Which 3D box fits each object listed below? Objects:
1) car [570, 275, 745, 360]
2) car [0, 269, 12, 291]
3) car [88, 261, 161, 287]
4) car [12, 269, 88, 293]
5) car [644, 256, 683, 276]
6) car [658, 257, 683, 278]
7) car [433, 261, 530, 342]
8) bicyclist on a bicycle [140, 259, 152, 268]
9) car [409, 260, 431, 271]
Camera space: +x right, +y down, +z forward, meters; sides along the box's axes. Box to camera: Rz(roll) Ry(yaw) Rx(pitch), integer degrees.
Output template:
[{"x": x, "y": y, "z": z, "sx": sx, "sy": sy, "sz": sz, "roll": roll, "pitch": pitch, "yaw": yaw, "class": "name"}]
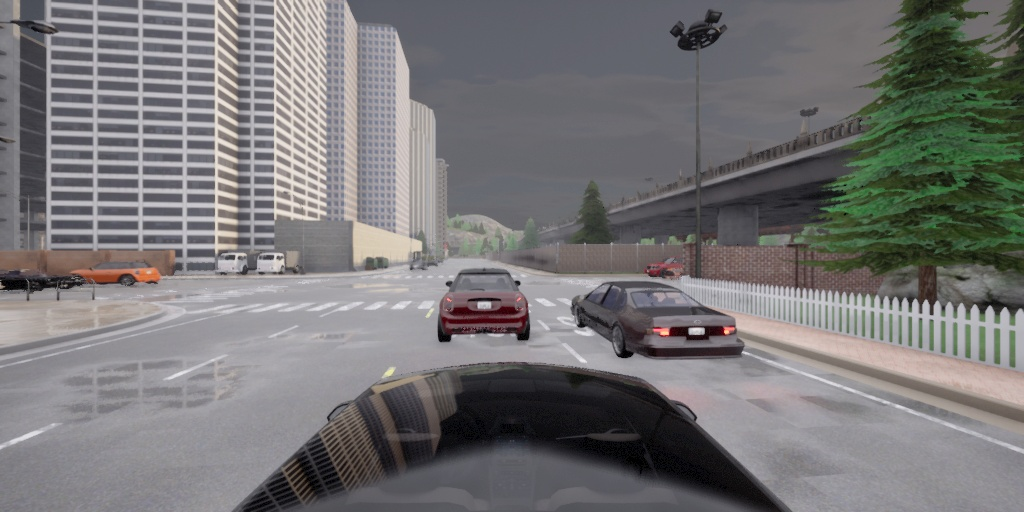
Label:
[{"x": 2.851, "y": 1.296, "z": 8.451, "sx": 2.033, "sy": 1.411, "sz": 5.357, "roll": 0, "pitch": 0, "yaw": -5, "class": "car"}, {"x": -27.731, "y": 1.401, "z": 16.984, "sx": 4.718, "sy": 1.301, "sz": 1.895, "roll": 0, "pitch": 0, "yaw": -7, "class": "car"}, {"x": -26.973, "y": 1.150, "z": 24.313, "sx": 4.553, "sy": 1.767, "sz": 2.097, "roll": 0, "pitch": 0, "yaw": -7, "class": "car"}, {"x": -28.055, "y": 1.400, "z": 20.470, "sx": 4.718, "sy": 1.301, "sz": 1.895, "roll": 0, "pitch": 0, "yaw": -7, "class": "car"}, {"x": 15.060, "y": 1.017, "z": 32.808, "sx": 5.566, "sy": 2.045, "sz": 2.150, "roll": 0, "pitch": 0, "yaw": -7, "class": "car"}, {"x": 14.851, "y": 1.150, "z": 29.258, "sx": 4.553, "sy": 1.767, "sz": 2.097, "roll": 0, "pitch": 0, "yaw": -7, "class": "car"}, {"x": -0.787, "y": 1.100, "z": 9.969, "sx": 2.097, "sy": 1.767, "sz": 4.553, "roll": 0, "pitch": 0, "yaw": -5, "class": "car"}, {"x": -32.672, "y": 1.096, "z": 31.989, "sx": 0.582, "sy": 1.620, "sz": 1.656, "roll": 0, "pitch": 0, "yaw": -7, "class": "bicyclist on a bicycle"}, {"x": -12.482, "y": 1.228, "z": 47.883, "sx": 2.128, "sy": 1.511, "sz": 4.902, "roll": 0, "pitch": 0, "yaw": -7, "class": "car"}]
